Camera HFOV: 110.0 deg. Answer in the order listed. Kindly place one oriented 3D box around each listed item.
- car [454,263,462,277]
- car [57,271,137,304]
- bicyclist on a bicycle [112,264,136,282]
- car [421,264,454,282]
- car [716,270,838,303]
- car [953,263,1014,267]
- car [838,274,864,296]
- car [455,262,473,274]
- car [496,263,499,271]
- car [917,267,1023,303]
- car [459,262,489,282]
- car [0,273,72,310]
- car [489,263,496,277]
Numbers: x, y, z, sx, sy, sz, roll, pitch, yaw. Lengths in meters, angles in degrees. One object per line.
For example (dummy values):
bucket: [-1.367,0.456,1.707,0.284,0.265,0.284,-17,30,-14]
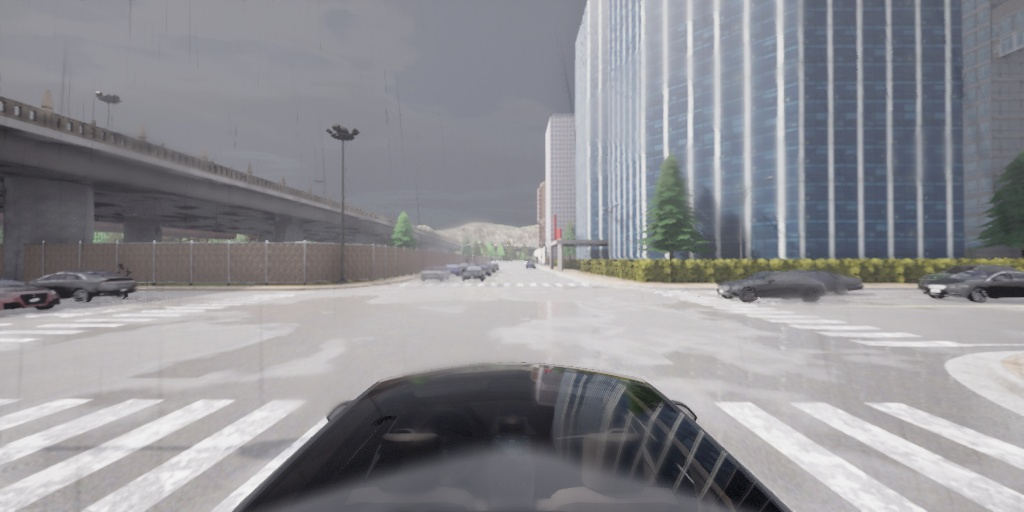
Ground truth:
car: [-6.902,1.663,42.160,1.812,1.442,4.674,0,-1,0]
car: [-21.331,1.473,17.497,4.902,1.511,2.128,0,-1,1]
bicyclist on a bicycle: [-26.942,1.358,24.835,0.582,1.620,1.656,0,0,0]
car: [-6.949,1.652,32.998,1.895,1.301,4.718,0,-1,0]
car: [12.438,1.460,17.305,4.674,1.442,1.812,0,-1,0]
car: [26.524,1.300,20.727,4.553,1.767,2.097,0,-1,0]
car: [17.033,1.509,20.788,5.357,1.411,2.033,0,-1,0]
car: [-6.825,1.706,51.943,1.882,1.535,5.008,0,-1,1]
car: [-3.316,1.722,52.720,2.128,1.511,4.902,0,-1,1]
car: [22.826,1.413,17.253,4.902,1.511,2.128,0,-1,0]
car: [-3.446,1.576,33.334,1.812,1.442,4.674,0,-1,0]
car: [-20.352,1.510,13.810,4.181,1.385,1.994,0,-1,0]
car: [-3.401,1.687,42.924,2.033,1.411,5.357,0,-1,0]
